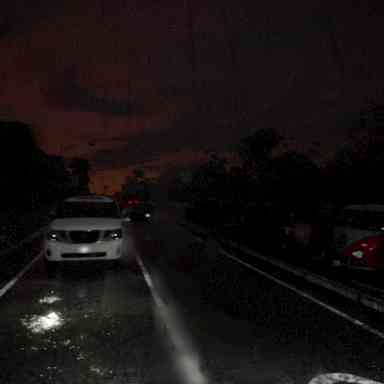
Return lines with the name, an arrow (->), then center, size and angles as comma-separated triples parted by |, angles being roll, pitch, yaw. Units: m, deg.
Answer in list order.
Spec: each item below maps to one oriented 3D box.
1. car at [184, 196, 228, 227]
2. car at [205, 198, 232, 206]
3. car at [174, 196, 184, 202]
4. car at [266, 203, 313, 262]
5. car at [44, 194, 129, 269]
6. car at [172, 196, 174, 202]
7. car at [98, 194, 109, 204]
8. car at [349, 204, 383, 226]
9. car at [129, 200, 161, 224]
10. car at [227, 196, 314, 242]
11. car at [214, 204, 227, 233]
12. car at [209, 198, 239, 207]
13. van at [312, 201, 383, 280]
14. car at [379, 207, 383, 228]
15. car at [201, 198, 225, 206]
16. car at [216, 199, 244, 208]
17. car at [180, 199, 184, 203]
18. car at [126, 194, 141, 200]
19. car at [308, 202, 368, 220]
car -> 2.642, 1.320, 23.037 | 5.566, 2.045, 2.435 | 1, 0, -14
car -> 5.157, 2.035, 65.482 | 4.892, 1.521, 2.231 | 1, -1, -14
car -> -1.704, 2.090, 92.228 | 4.553, 1.767, 2.185 | 1, -1, -15
car -> 5.388, 1.451, 12.168 | 4.553, 1.767, 2.185 | 1, 0, -15
car -> -3.538, 1.179, 11.488 | 2.150, 2.045, 5.566 | 1, 0, -15
car -> -2.569, 2.277, 95.278 | 4.674, 1.452, 2.002 | 1, -1, -15
car -> -18.880, 1.500, 70.782 | 2.150, 2.045, 5.566 | 1, -1, -15
car -> 15.279, 1.795, 26.293 | 5.008, 1.535, 2.097 | 1, 0, -14
car -> -3.494, 1.573, 24.569 | 1.994, 1.385, 4.181 | 1, 0, -14
car -> 4.746, 1.321, 14.894 | 5.566, 2.045, 2.435 | 1, 0, -15
car -> 4.018, 1.568, 17.604 | 4.892, 1.521, 2.231 | 1, 0, -15
car -> 5.986, 2.012, 62.315 | 5.008, 1.535, 2.097 | 1, -1, -14
van -> 6.012, 1.358, 9.432 | 4.442, 1.987, 1.878 | 1, 0, -15
car -> 15.972, 1.833, 23.594 | 4.674, 1.452, 2.002 | 1, 0, -14
car -> 4.341, 2.095, 68.654 | 4.674, 1.452, 2.002 | 1, -1, -14
car -> 6.764, 2.032, 59.264 | 4.674, 1.452, 2.002 | 1, -1, -14
car -> 1.904, 1.578, 25.739 | 4.892, 1.521, 2.231 | 1, 0, -14
car -> -7.587, 1.333, 40.263 | 2.150, 2.045, 5.566 | 1, -1, -12
car -> 13.878, 1.811, 31.682 | 5.008, 1.535, 2.097 | 1, -1, -14
